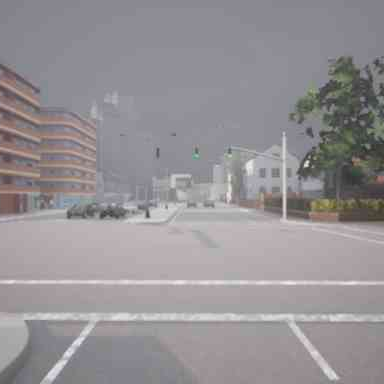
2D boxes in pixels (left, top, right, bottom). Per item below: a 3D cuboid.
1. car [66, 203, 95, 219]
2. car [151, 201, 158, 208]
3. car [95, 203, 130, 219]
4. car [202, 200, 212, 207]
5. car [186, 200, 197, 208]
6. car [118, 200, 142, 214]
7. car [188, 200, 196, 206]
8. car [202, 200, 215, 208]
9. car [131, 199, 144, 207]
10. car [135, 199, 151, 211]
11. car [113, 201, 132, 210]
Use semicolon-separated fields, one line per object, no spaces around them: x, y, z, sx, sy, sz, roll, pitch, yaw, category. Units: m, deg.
-11.606;1.971;35.014;1.837;1.490;4.892;0;-1;0;car
-8.026;2.450;67.422;1.994;1.385;4.181;0;-1;0;car
-8.103;2.058;34.334;1.895;1.301;4.718;0;-1;1;car
3.470;2.504;76.112;2.128;1.511;4.902;0;-1;0;car
-0.026;2.404;66.111;1.812;1.442;4.674;0;-1;0;car
-8.107;2.101;43.223;1.812;1.442;4.674;0;-1;0;car
-0.030;2.503;76.111;1.812;1.442;4.674;0;-1;0;car
3.474;2.420;65.695;2.033;1.411;5.357;0;-1;0;car
-11.528;2.310;70.339;1.837;1.490;4.892;0;-1;0;car
-8.106;2.175;52.428;1.882;1.535;5.008;0;-1;0;car
-11.592;2.234;55.924;2.128;1.511;4.902;0;-1;0;car
